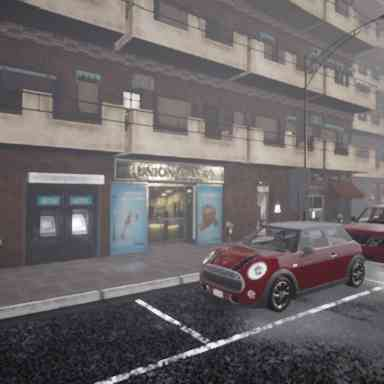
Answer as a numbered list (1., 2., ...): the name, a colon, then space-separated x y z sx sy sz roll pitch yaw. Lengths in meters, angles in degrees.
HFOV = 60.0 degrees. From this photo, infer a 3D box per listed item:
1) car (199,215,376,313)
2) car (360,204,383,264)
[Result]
1. car: 2.126 1.440 7.621 4.097 1.590 1.967 0 0 -36
2. car: 6.627 1.316 10.843 5.009 1.841 2.192 0 0 -36
